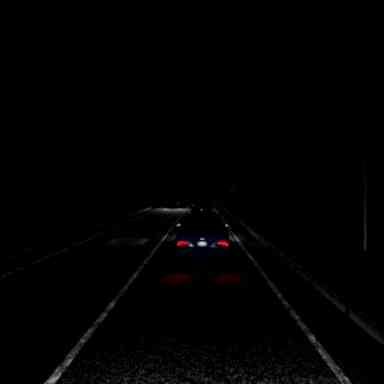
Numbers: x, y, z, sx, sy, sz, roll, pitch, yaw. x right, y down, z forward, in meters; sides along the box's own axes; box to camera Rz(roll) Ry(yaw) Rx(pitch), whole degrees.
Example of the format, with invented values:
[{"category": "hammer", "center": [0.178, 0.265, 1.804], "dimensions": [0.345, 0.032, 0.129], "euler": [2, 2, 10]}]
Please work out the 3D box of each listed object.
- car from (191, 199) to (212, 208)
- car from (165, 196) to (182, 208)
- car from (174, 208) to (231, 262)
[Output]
[{"category": "car", "center": [0.928, 1.389, 32.348], "dimensions": [2.128, 1.511, 4.902], "euler": [0, 0, 2]}, {"category": "car", "center": [-2.400, 1.303, 43.698], "dimensions": [1.882, 1.535, 5.008], "euler": [0, 0, 2]}, {"category": "car", "center": [0.380, 1.552, 12.198], "dimensions": [2.033, 1.411, 5.357], "euler": [0, 0, 2]}]
